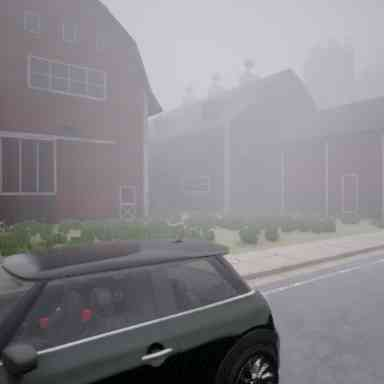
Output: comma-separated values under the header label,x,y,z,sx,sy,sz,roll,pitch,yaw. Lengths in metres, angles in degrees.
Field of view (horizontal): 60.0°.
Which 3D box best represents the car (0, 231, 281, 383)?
label,x,y,z,sx,sy,sz,roll,pitch,yaw
car,-1.291,1.352,3.141,4.553,1.767,2.097,0,0,-35
